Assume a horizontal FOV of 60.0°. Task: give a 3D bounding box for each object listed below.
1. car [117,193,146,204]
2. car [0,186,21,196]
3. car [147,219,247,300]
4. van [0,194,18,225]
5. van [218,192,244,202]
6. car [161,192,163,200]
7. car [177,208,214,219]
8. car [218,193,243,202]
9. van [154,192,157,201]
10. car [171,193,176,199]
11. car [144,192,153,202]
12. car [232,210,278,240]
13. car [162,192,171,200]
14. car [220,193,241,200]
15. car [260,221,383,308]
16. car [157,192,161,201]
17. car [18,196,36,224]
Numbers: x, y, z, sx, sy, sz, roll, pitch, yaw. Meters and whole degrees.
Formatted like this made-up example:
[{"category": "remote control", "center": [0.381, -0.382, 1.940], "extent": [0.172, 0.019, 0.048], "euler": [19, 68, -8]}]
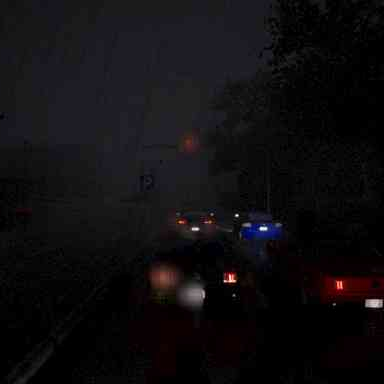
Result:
[{"category": "car", "center": [-11.438, 1.356, 61.385], "extent": [4.792, 1.488, 2.163], "euler": [-1, 0, -15]}, {"category": "car", "center": [-28.159, 0.135, 52.255], "extent": [2.002, 1.452, 4.674], "euler": [6, -3, -19]}, {"category": "car", "center": [0.111, 1.612, 8.378], "extent": [1.895, 1.301, 4.718], "euler": [0, 0, 0]}, {"category": "van", "center": [-13.600, 1.296, 20.601], "extent": [4.442, 1.987, 1.878], "euler": [-1, 0, -19]}, {"category": "van", "center": [7.290, 1.040, 63.977], "extent": [4.442, 1.987, 1.878], "euler": [1, 0, -14]}, {"category": "car", "center": [-9.632, 1.357, 76.335], "extent": [4.674, 1.452, 2.002], "euler": [-1, 0, -13]}, {"category": "car", "center": [0.173, 1.551, 17.480], "extent": [1.812, 1.442, 4.674], "euler": [0, 0, 1]}, {"category": "car", "center": [7.674, 1.139, 66.947], "extent": [4.553, 1.767, 2.185], "euler": [1, 0, -14]}, {"category": "van", "center": [-10.233, 1.090, 70.369], "extent": [4.442, 1.987, 1.878], "euler": [-1, 0, -14]}, {"category": "car", "center": [-7.993, 1.062, 88.325], "extent": [5.566, 2.045, 2.435], "euler": [-1, 0, -12]}, {"category": "car", "center": [-10.793, 1.313, 64.377], "extent": [5.366, 1.575, 1.946], "euler": [-1, 0, -15]}, {"category": "car", "center": [3.165, 1.587, 16.635], "extent": [1.994, 1.385, 4.181], "euler": [0, 0, 1]}, {"category": "car", "center": [-8.444, 1.354, 85.319], "extent": [4.674, 1.452, 2.002], "euler": [-1, 0, -12]}, {"category": "car", "center": [9.467, 1.126, 81.646], "extent": [4.553, 1.767, 2.185], "euler": [1, 0, -12]}, {"category": "car", "center": [3.121, 1.611, 7.887], "extent": [1.895, 1.301, 4.718], "euler": [0, 0, 0]}, {"category": "car", "center": [-10.005, 1.319, 73.340], "extent": [4.892, 1.521, 2.231], "euler": [-1, 0, -14]}, {"category": "car", "center": [-13.625, 1.402, 23.579], "extent": [4.553, 1.767, 2.185], "euler": [-1, 0, -19]}]
